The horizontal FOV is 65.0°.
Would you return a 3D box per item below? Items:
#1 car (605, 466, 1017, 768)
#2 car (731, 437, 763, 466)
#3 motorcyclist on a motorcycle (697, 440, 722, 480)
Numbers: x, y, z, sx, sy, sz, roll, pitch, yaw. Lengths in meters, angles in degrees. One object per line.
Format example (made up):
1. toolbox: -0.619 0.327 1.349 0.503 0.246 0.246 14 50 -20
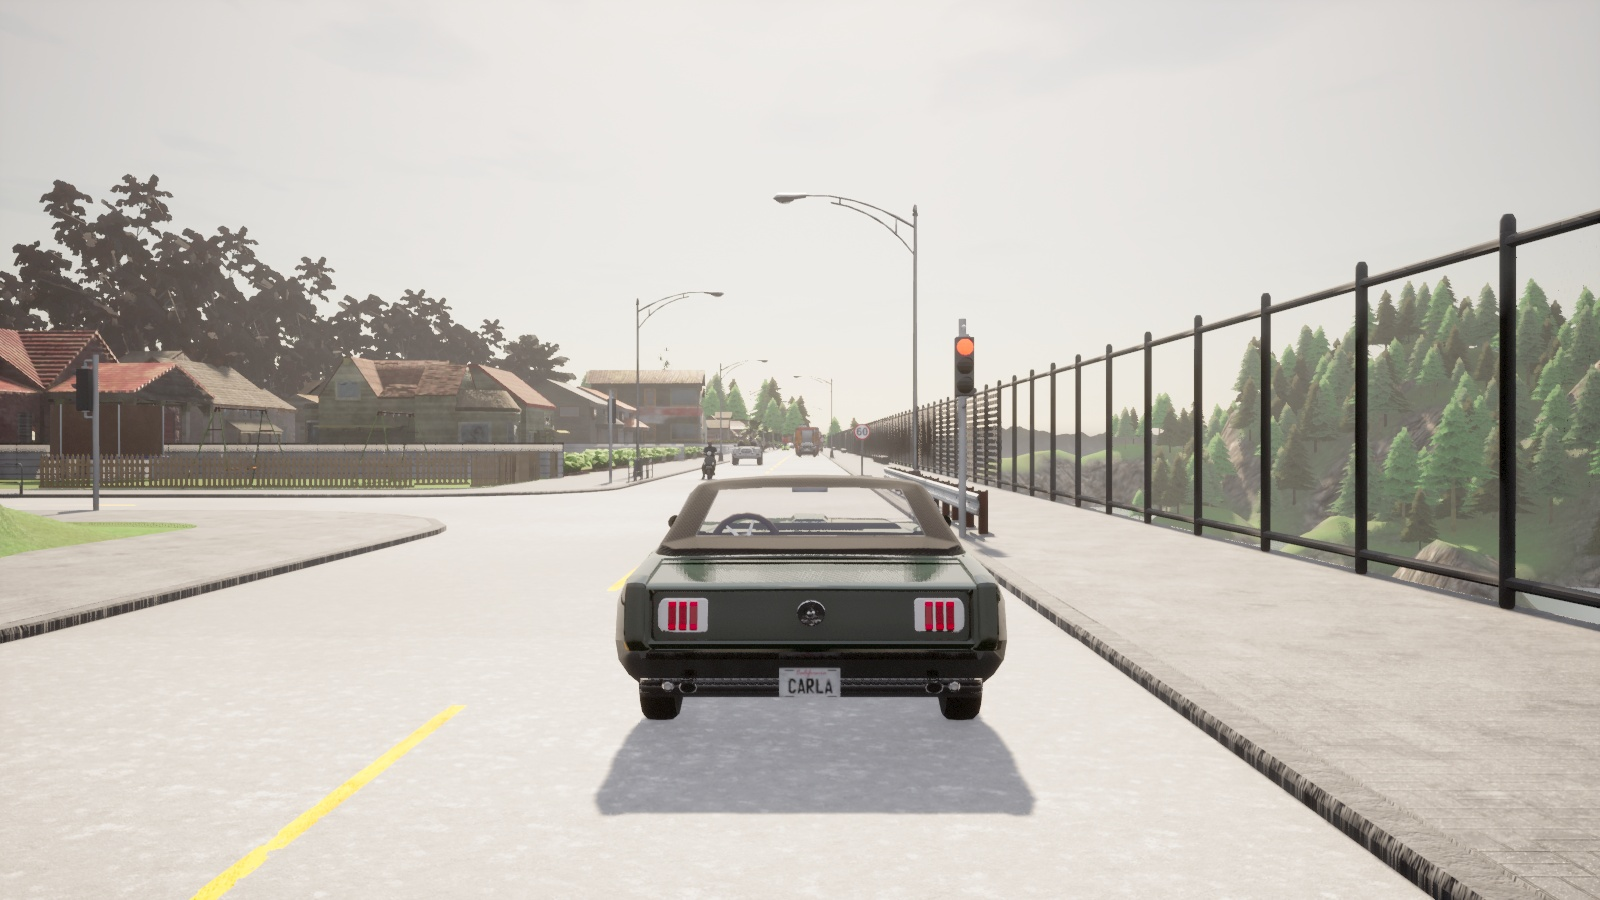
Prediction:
1. car: 0.062 0.801 8.138 1.895 1.301 4.718 0 0 0
2. car: -3.501 0.086 84.015 1.932 1.855 4.605 0 0 0
3. motorcyclist on a motorcycle: -3.688 0.407 51.439 0.866 1.590 1.817 0 0 0
